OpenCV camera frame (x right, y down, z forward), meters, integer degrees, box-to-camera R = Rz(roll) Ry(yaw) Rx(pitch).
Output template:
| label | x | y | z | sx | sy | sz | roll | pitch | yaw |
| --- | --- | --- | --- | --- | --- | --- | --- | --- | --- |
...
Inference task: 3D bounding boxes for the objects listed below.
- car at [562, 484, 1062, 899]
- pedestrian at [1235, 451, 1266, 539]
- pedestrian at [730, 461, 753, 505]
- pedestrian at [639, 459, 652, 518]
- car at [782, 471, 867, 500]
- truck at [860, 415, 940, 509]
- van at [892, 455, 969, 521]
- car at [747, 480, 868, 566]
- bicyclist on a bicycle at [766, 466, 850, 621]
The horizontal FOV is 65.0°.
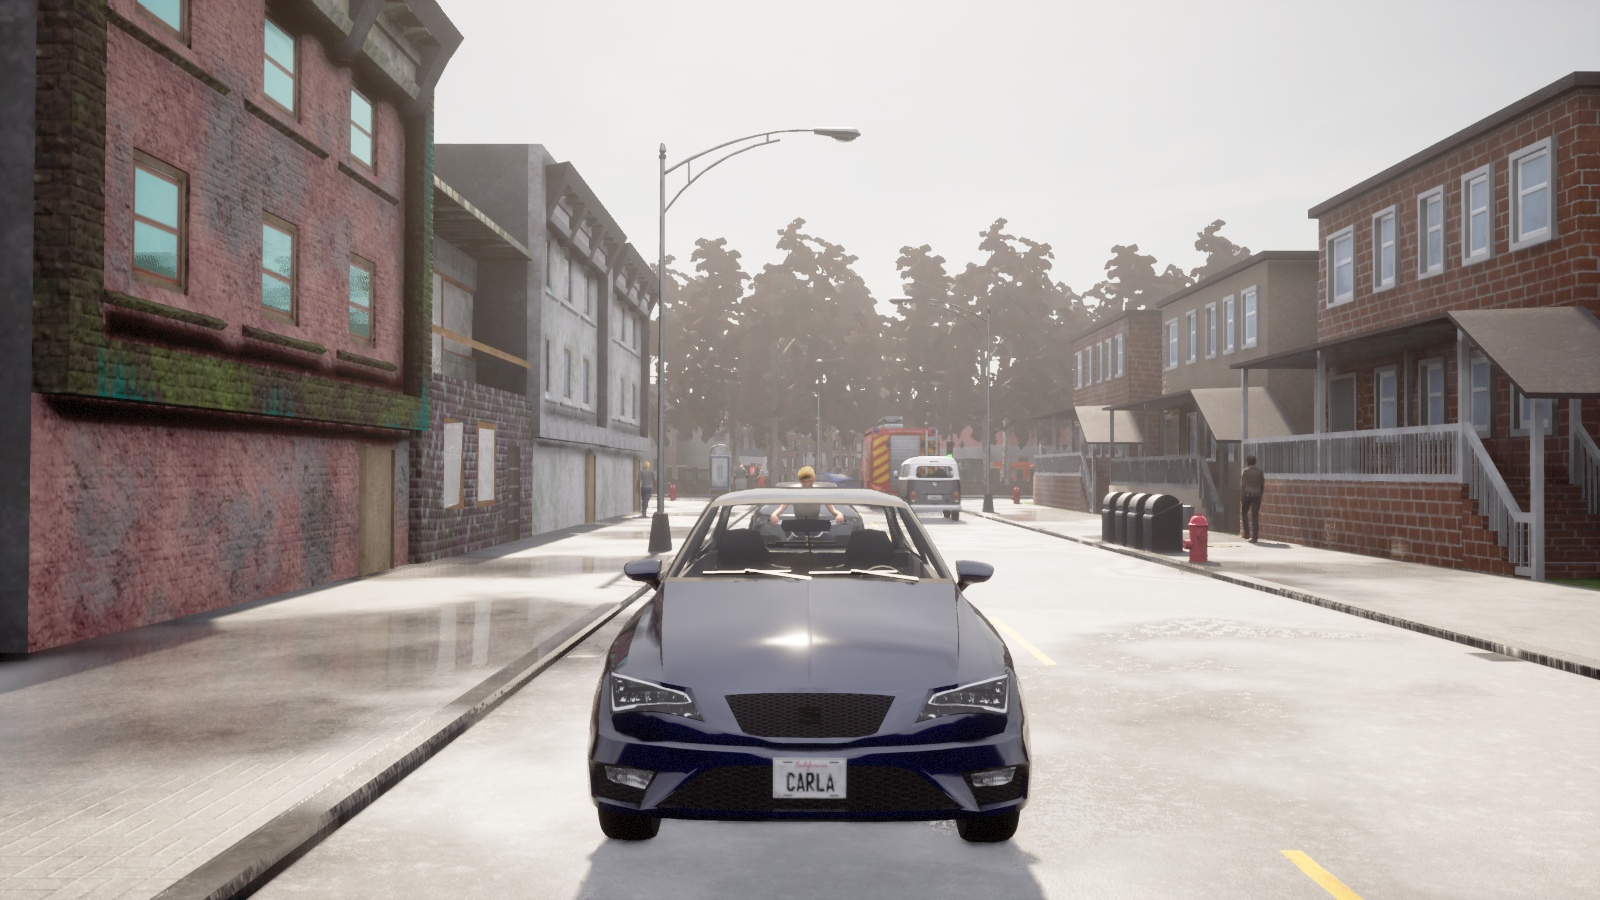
| label | x | y | z | sx | sy | sz | roll | pitch | yaw |
| --- | --- | --- | --- | --- | --- | --- | --- | --- | --- |
| car | 0.049 | 0.940 | 6.673 | 1.816 | 1.474 | 4.193 | 0 | -1 | 0 |
| pedestrian | 9.367 | 0.924 | 26.113 | 0.328 | 1.805 | 0.869 | 0 | -1 | 1 |
| pedestrian | -2.636 | 1.478 | 56.317 | 0.659 | 1.952 | 0.873 | -1 | -1 | 28 |
| pedestrian | -4.884 | 1.208 | 39.639 | 0.354 | 1.836 | 0.706 | 0 | -1 | -3 |
| car | 1.312 | 1.943 | 69.013 | 1.882 | 1.535 | 5.008 | 1 | -2 | -38 |
| truck | 4.277 | 0.560 | 55.346 | 2.891 | 3.827 | 8.468 | 0 | -1 | 0 |
| van | 4.213 | 1.213 | 41.293 | 2.069 | 2.038 | 4.480 | 0 | -1 | 0 |
| car | 0.126 | 1.261 | 22.824 | 1.994 | 1.385 | 4.181 | 0 | -1 | 0 |
| bicyclist on a bicycle | 0.084 | 0.983 | 13.839 | 0.866 | 1.612 | 1.509 | 0 | -1 | 0 |
